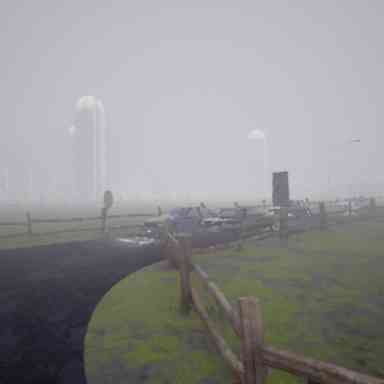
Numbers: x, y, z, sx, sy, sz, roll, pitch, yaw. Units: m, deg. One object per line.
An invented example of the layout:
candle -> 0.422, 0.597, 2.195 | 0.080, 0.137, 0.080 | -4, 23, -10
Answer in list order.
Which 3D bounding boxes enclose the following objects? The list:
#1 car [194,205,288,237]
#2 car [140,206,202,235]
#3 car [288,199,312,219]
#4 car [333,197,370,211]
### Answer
car -> 2.593, 1.457, 16.703 | 4.718, 1.301, 1.895 | -1, -1, -44
car -> -0.185, 1.477, 17.975 | 5.357, 1.411, 2.033 | -1, -1, -44
car -> 7.279, 1.331, 25.175 | 4.892, 1.490, 1.837 | -1, -1, -44
car -> 16.350, 1.248, 33.902 | 5.357, 1.411, 2.033 | -1, -1, -44
